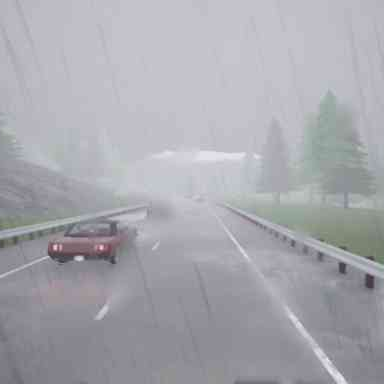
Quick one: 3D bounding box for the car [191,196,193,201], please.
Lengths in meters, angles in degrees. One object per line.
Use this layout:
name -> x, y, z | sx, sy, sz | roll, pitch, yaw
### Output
car -> 1.359, 1.814, 88.506 | 1.812, 1.442, 4.674 | 0, 0, -3

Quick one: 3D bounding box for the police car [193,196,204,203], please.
police car -> 1.809, 1.682, 78.501 | 1.930, 1.638, 5.238 | 0, 0, -2

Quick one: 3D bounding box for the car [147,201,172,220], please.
car -> -2.854, 1.582, 29.637 | 2.128, 1.511, 4.902 | 0, 0, 1

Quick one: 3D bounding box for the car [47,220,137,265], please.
car -> -3.207, 1.634, 11.806 | 1.895, 1.301, 4.718 | 0, 0, 1

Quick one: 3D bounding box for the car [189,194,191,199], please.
car -> 0.989, 1.812, 94.570 | 1.837, 1.490, 4.892 | 0, 0, -4
